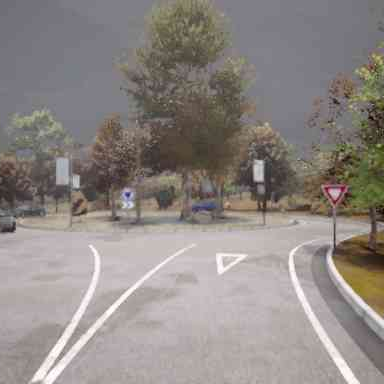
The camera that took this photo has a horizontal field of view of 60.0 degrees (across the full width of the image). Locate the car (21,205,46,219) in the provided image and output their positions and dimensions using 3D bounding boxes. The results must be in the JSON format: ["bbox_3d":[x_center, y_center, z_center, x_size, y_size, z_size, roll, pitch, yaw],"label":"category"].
[{"bbox_3d":[-19.154,2.261,38.641,1.837,1.490,4.892,-2,-2,16],"label":"car"}]

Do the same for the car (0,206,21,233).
[{"bbox_3d":[-13.089,1.698,21.399,4.553,1.767,2.097,-1,-2,44],"label":"car"}]

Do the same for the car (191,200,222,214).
[{"bbox_3d":[1.829,2.222,50.295,5.566,2.045,2.150,1,-1,18],"label":"car"}]
